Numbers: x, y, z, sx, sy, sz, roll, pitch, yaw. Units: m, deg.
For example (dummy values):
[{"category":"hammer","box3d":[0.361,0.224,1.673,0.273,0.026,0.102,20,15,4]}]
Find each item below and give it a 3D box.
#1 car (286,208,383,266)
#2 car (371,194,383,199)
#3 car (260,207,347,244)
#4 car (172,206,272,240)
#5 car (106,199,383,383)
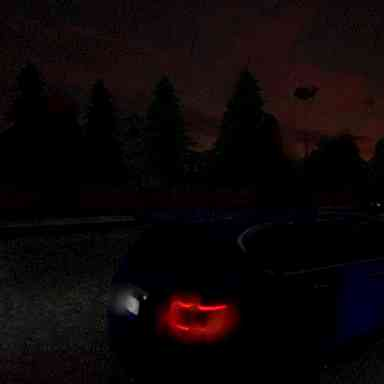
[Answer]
[{"category":"car","box3d":[5.859,1.461,12.232,5.008,1.535,1.882,0,0,-36]},{"category":"car","box3d":[17.765,1.178,29.337,5.566,2.045,2.150,0,0,-36]},{"category":"car","box3d":[5.522,1.545,16.293,4.181,1.385,1.994,0,0,-36]},{"category":"car","box3d":[1.717,1.531,17.876,5.357,1.411,2.033,0,0,-36]},{"category":"car","box3d":[1.582,1.216,4.881,5.566,2.045,2.150,0,0,-35]}]
